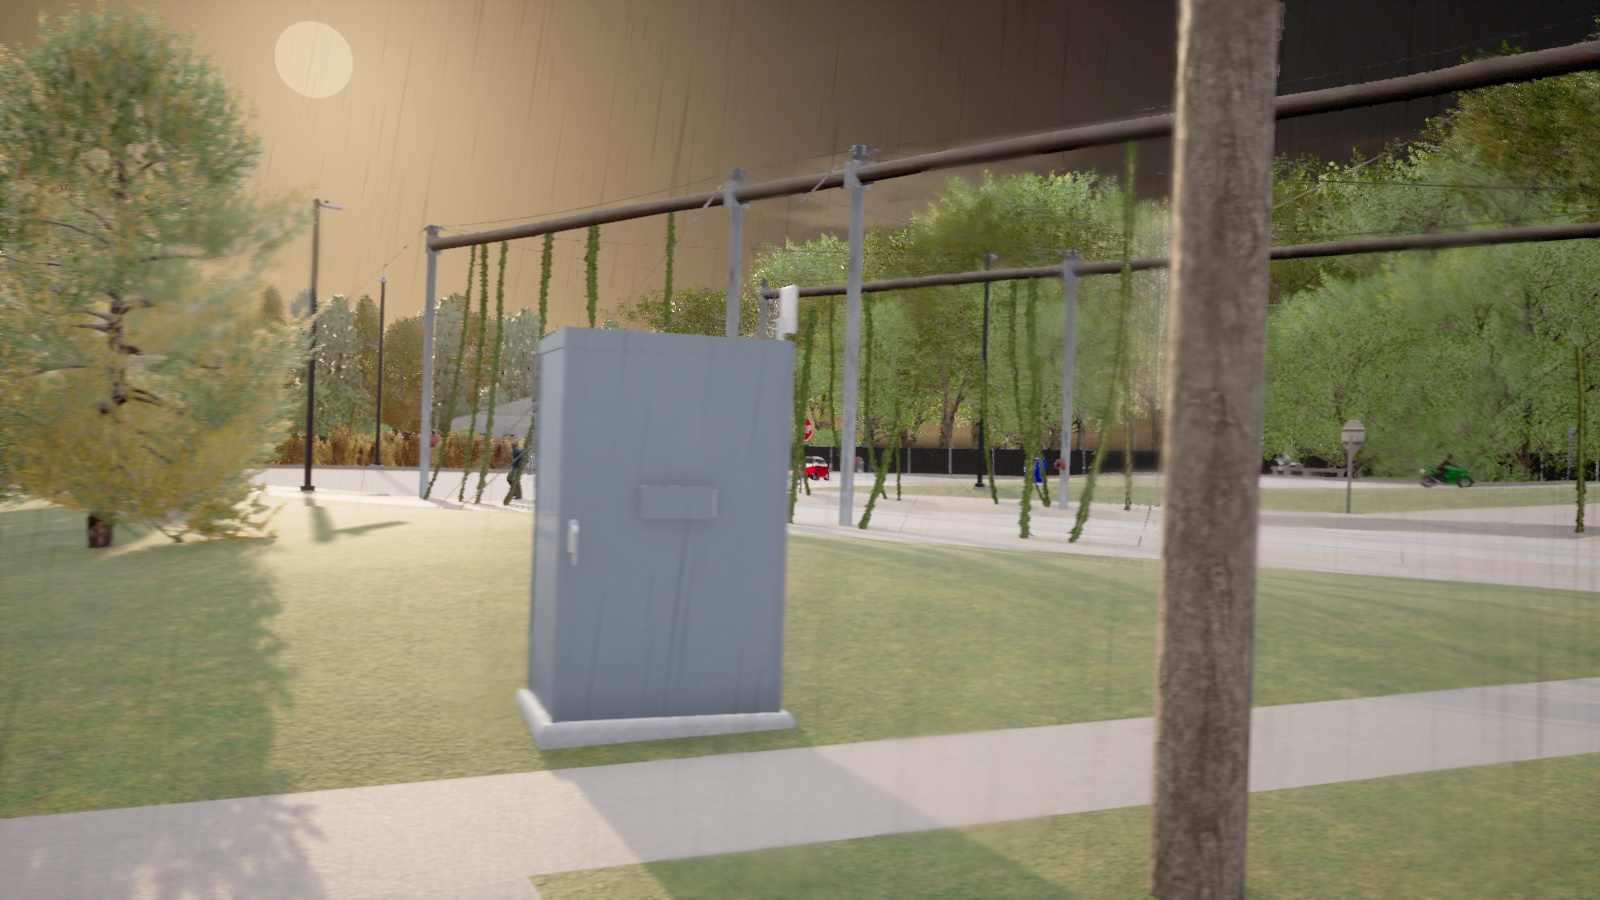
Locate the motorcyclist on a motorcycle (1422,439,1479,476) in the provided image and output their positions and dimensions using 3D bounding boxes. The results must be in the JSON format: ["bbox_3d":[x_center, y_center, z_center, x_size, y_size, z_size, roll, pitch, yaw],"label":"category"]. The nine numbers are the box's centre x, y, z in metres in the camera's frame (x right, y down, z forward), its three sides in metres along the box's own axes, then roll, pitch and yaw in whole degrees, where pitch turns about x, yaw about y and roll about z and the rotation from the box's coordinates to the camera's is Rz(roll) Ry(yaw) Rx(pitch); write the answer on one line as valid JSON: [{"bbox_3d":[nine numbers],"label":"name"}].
[{"bbox_3d":[28.007,0.320,54.084,2.044,1.523,0.797,-1,1,16],"label":"motorcyclist on a motorcycle"}]

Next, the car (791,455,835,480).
[{"bbox_3d":[0.731,1.017,70.454,1.481,1.376,2.207,-1,-2,37],"label":"car"}]

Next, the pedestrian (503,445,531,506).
[{"bbox_3d":[-8.747,0.778,38.796,0.726,1.842,0.402,1,1,-34],"label":"pedestrian"}]
